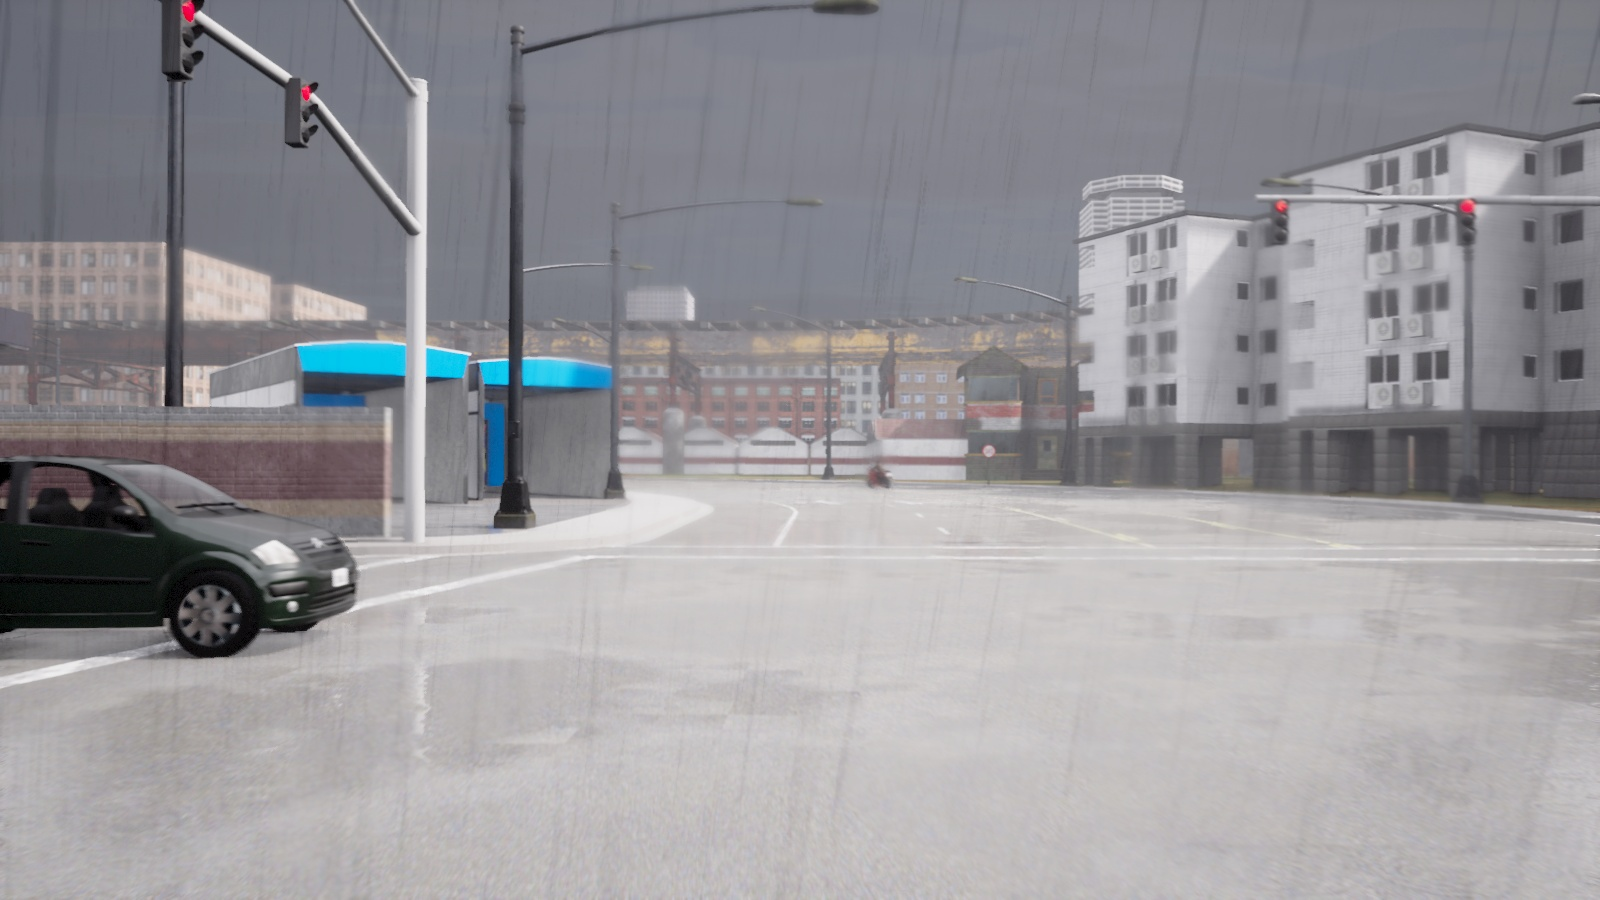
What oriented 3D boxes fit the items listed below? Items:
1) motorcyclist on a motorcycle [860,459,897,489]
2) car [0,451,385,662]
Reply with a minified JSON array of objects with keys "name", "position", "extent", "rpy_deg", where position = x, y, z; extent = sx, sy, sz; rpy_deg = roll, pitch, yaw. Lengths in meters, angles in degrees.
[{"name":"motorcyclist on a motorcycle","position":[3.989,1.226,64.149],"extent":[0.797,1.523,2.044],"rpy_deg":[-1,-1,-32]},{"name":"car","position":[-5.857,0.850,10.744],"extent":[3.988,1.617,1.851],"rpy_deg":[-1,0,0]}]
